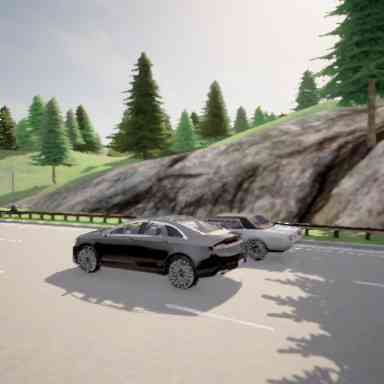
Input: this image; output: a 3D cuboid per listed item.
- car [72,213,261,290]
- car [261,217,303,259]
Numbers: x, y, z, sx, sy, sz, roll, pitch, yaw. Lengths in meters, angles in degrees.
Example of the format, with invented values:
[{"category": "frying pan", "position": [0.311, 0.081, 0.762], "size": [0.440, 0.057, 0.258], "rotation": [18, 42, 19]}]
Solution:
[{"category": "car", "position": [-0.996, 1.354, 8.651], "size": [4.902, 1.511, 2.128], "rotation": [0, 1, 30]}, {"category": "car", "position": [1.222, 1.398, 11.525], "size": [4.718, 1.301, 1.895], "rotation": [0, 1, 30]}]
